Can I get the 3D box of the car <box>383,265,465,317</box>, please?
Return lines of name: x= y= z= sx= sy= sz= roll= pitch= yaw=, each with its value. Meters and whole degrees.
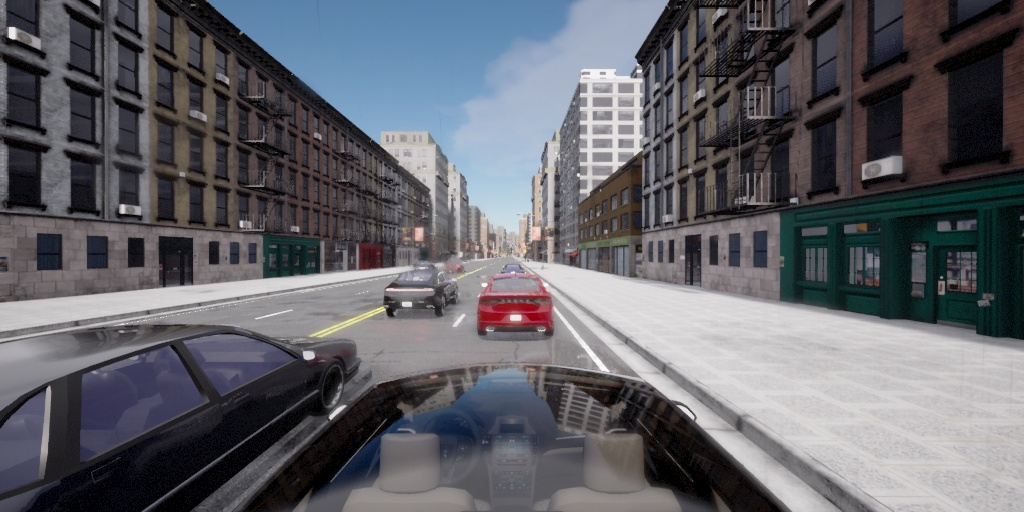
car: x=-3.160 y=1.241 z=13.216 sx=2.128 sy=1.511 sz=4.902 roll=0 pitch=0 yaw=0

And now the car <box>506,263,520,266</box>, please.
car: x=0.082 y=1.319 z=30.814 sx=1.994 sy=1.385 sz=4.181 roll=0 pitch=0 yaw=0

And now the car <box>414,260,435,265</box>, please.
car: x=-9.871 y=1.250 z=40.473 sx=2.128 sy=1.511 sz=4.902 roll=0 pitch=0 yaw=0

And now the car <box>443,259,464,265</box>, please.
car: x=-6.620 y=1.111 z=40.675 sx=2.097 sy=1.767 sz=4.553 roll=0 pitch=0 yaw=0

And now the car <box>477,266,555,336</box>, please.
car: x=0.093 y=1.227 z=10.475 sx=1.882 sy=1.535 sz=5.008 roll=0 pitch=0 yaw=0

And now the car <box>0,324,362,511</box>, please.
car: x=-3.145 y=1.297 z=2.893 sx=2.033 sy=1.411 sz=5.357 roll=0 pitch=0 yaw=0
